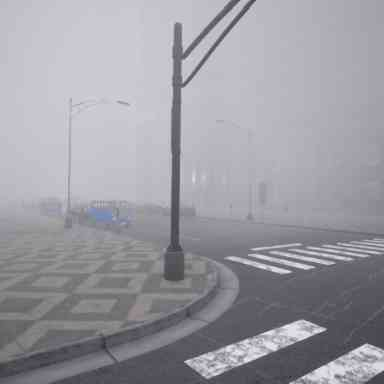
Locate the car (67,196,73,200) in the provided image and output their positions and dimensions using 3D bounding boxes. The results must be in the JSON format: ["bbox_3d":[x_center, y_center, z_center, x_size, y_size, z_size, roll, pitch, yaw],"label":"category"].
[{"bbox_3d":[-20.567,1.607,57.763,2.192,1.841,5.009,1,-1,-35],"label":"car"}]

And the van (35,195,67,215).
[{"bbox_3d":[-14.797,1.397,34.797,1.690,1.788,3.998,1,-1,-35],"label":"van"}]

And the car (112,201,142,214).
[{"bbox_3d":[-7.807,1.751,39.716,1.887,1.381,4.507,1,-1,-35],"label":"car"}]

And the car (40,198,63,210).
[{"bbox_3d":[-19.687,1.658,46.520,1.837,1.490,4.892,1,-1,-35],"label":"car"}]

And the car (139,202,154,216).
[{"bbox_3d":[-4.617,1.730,35.204,1.887,1.381,4.507,1,-1,-35],"label":"car"}]

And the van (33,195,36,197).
[{"bbox_3d":[-36.520,1.740,80.318,1.690,1.788,3.998,1,-1,-35],"label":"van"}]

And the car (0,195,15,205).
[{"bbox_3d":[-37.020,1.730,66.241,1.752,1.417,4.829,1,-1,-35],"label":"car"}]

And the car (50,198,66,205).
[{"bbox_3d":[-26.951,1.885,66.783,2.008,1.369,4.403,1,-1,-35],"label":"car"}]

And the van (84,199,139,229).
[{"bbox_3d":[-5.232,1.335,21.261,1.690,1.788,3.998,1,-1,-35],"label":"van"}]

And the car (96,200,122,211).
[{"bbox_3d":[-11.096,1.754,44.366,1.752,1.417,4.829,1,-1,-35],"label":"car"}]

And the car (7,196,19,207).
[{"bbox_3d":[-27.553,1.692,52.843,2.008,1.369,4.403,1,-1,-35],"label":"car"}]

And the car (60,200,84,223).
[{"bbox_3d":[-8.422,1.559,25.771,1.887,1.381,4.507,1,-1,-35],"label":"car"}]

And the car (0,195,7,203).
[{"bbox_3d":[-43.493,1.564,75.405,2.192,1.841,5.009,1,-1,-35],"label":"car"}]

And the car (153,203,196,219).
[{"bbox_3d":[-1.427,1.710,30.693,1.887,1.381,4.507,1,-1,-35],"label":"car"}]

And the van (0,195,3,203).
[{"bbox_3d":[-46.682,1.612,79.917,1.690,1.788,3.998,1,-1,-35],"label":"van"}]

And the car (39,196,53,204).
[{"bbox_3d":[-33.331,1.818,75.807,1.967,1.590,4.097,1,-1,-35],"label":"car"}]

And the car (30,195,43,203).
[{"bbox_3d":[-39.710,1.736,84.830,2.192,1.841,5.009,1,-1,-35],"label":"car"}]

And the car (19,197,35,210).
[{"bbox_3d":[-21.177,1.680,43.819,1.802,1.307,4.206,1,-1,-35],"label":"car"}]

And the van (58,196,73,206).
[{"bbox_3d":[-23.758,1.654,62.274,1.690,1.788,3.998,1,-1,-35],"label":"van"}]

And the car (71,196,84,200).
[{"bbox_3d":[-17.379,1.815,53.249,1.887,1.381,4.507,1,-1,-35],"label":"car"}]
